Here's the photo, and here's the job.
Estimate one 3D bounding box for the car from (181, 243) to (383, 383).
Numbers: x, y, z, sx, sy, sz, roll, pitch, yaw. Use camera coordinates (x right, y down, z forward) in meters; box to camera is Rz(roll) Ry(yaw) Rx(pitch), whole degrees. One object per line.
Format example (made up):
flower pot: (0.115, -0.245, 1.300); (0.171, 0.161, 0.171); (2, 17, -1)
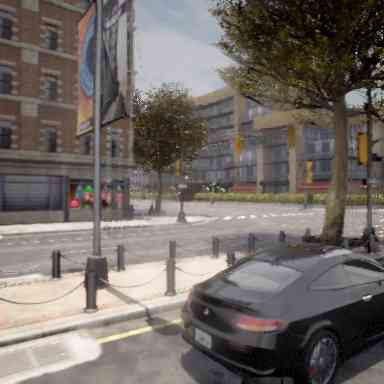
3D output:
car: (2.017, 1.557, 5.217); (4.674, 1.442, 1.812); (0, 0, -35)
